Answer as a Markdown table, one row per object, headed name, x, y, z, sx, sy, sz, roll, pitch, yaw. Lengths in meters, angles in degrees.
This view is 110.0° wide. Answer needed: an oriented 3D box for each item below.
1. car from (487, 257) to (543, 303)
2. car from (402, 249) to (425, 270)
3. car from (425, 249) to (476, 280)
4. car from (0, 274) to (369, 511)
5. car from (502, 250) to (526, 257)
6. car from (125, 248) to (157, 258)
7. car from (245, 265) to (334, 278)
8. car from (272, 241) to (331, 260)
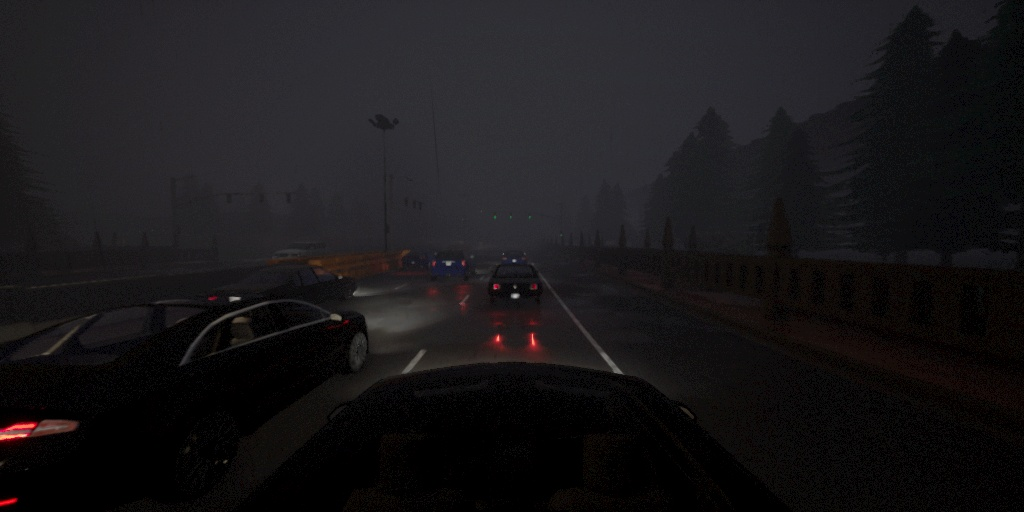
| name | x | y | z | sx | sy | sz | roll | pitch | yaw |
| --- | --- | --- | --- | --- | --- | --- | --- | --- | --- |
| car | 0.110 | 0.938 | 14.043 | 1.895 | 1.301 | 4.718 | 0 | 3 | 0 |
| car | -6.847 | 0.190 | 27.188 | 1.882 | 1.535 | 5.008 | 0 | 3 | 0 |
| car | -3.359 | 0.350 | 21.155 | 2.097 | 1.767 | 4.553 | 0 | 3 | 0 |
| car | -3.399 | 1.192 | 4.351 | 2.128 | 1.511 | 4.902 | 0 | 1 | 0 |
| car | 0.177 | 0.230 | 28.166 | 1.994 | 1.385 | 4.181 | 0 | 3 | 0 |
| car | -42.820 | -0.396 | 40.519 | 4.674 | 1.442 | 1.812 | 0 | 3 | 1 |
| car | -6.898 | 1.006 | 11.461 | 2.033 | 1.411 | 5.357 | 0 | 3 | 0 |
| car | -17.426 | -0.199 | 30.079 | 2.150 | 2.045 | 5.566 | 0 | 2 | 1 |
